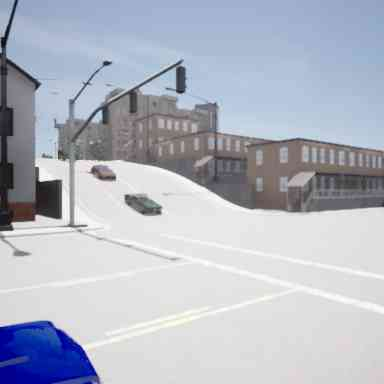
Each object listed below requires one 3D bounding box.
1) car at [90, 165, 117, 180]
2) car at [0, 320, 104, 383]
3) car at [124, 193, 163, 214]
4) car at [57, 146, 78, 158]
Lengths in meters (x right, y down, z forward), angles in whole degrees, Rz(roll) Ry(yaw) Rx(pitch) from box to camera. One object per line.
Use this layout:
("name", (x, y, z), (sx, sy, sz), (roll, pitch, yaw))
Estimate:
("car", (-10.368, -2.402, 39.035), (1.994, 1.385, 4.181), (0, 17, -36))
("car", (-2.823, 1.605, 1.756), (4.718, 1.301, 1.895), (0, 0, -35))
("car", (-4.606, 0.956, 31.278), (1.895, 1.301, 4.718), (0, 15, -36))
("car", (-19.339, -6.064, 51.568), (2.150, 2.045, 5.566), (0, 8, -35))
